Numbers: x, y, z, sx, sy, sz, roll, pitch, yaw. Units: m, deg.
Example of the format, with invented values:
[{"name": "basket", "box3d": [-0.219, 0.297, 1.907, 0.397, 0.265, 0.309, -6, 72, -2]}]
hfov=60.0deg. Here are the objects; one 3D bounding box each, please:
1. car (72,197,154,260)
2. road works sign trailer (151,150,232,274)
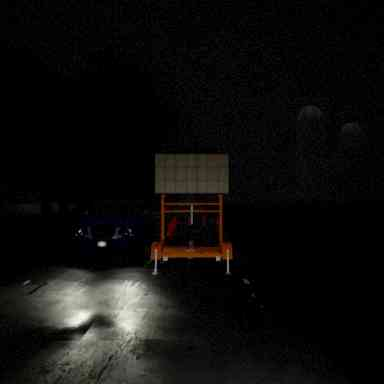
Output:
[{"name": "car", "box3d": [-2.756, 1.247, 12.940, 2.150, 2.045, 5.566, 0, 0, 0]}, {"name": "road works sign trailer", "box3d": [-0.004, 0.482, 10.560, 2.380, 3.560, 2.880, 0, 0, 0]}]
